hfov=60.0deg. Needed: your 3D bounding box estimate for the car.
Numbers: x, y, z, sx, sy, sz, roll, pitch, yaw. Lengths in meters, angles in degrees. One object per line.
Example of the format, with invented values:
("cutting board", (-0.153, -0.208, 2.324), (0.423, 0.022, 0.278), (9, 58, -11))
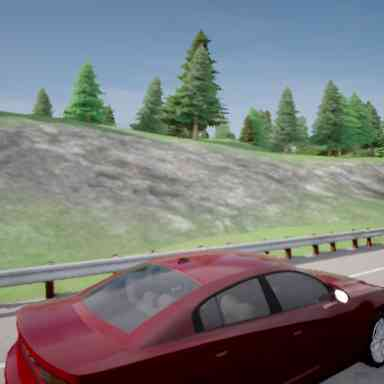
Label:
("car", (0.585, 1.476, 4.082), (5.008, 1.535, 1.882), (0, 0, -35))
